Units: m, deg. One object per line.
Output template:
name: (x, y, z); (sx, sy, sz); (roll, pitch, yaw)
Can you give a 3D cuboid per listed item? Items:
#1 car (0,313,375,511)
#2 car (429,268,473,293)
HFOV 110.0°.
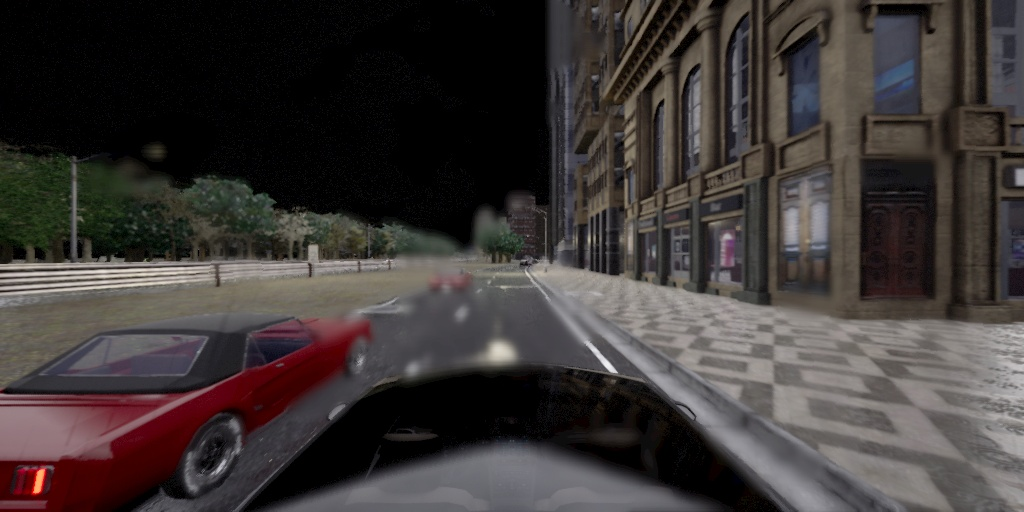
car: (-3.400, 1.351, 4.386); (1.895, 1.301, 4.718); (0, 0, 0)
car: (-3.400, 1.370, 20.884); (1.895, 1.301, 4.718); (0, 0, 0)
